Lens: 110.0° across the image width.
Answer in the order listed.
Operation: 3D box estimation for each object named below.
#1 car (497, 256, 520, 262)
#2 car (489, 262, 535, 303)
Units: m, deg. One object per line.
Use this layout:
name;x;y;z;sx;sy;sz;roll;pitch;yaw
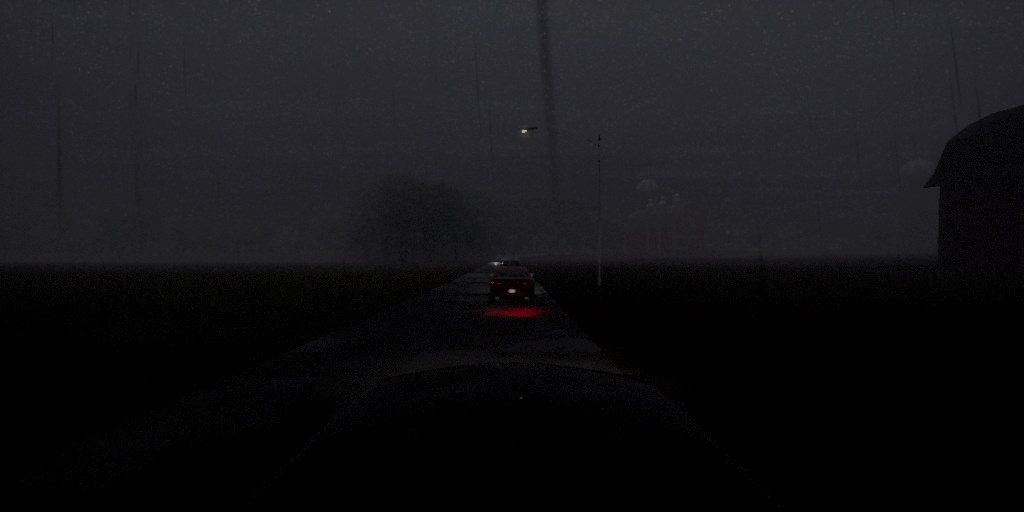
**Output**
car;0.001;1.036;31.471;2.097;1.767;4.553;0;0;0
car;0.000;1.217;16.503;1.882;1.535;5.008;0;0;0
